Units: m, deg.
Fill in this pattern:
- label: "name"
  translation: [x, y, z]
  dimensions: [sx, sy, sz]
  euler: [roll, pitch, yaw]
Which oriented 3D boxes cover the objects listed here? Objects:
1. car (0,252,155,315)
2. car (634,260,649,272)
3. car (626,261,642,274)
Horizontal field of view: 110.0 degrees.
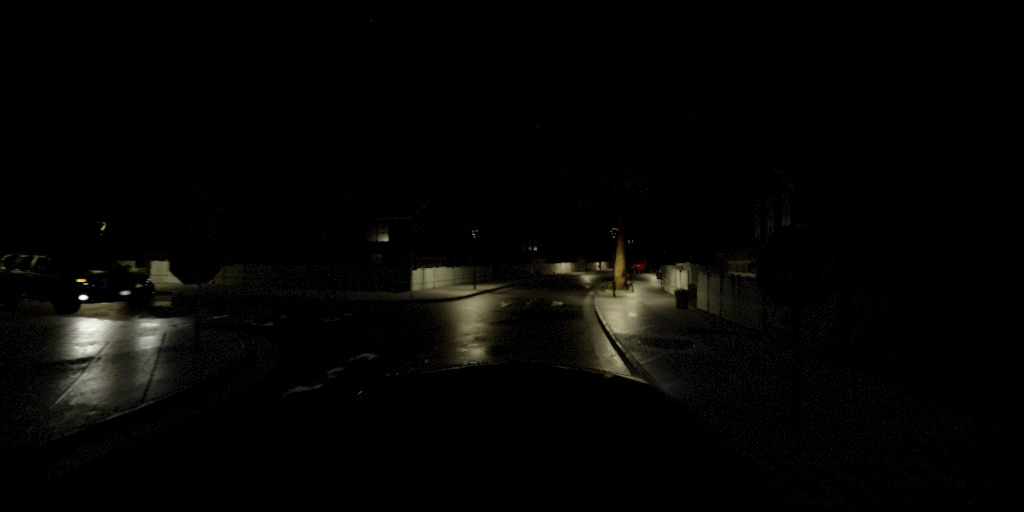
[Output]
- label: "car"
  translation: [-15.988, 0.889, 13.052]
  dimensions: [5.566, 2.045, 2.150]
  euler: [1, -1, 14]
- label: "car"
  translation: [22.063, 1.694, 61.327]
  dimensions: [2.150, 2.045, 5.566]
  euler: [0, -1, 28]
- label: "car"
  translation: [17.121, 1.881, 52.122]
  dimensions: [1.837, 1.490, 4.892]
  euler: [0, -1, 28]
